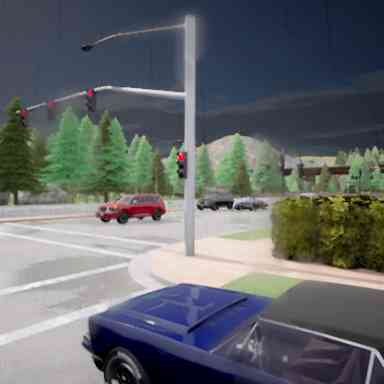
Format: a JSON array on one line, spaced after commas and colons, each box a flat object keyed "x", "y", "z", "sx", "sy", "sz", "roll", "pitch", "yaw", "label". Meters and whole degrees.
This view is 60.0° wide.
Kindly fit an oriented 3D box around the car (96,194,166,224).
[{"x": -4.340, "y": 1.154, "z": 24.521, "sx": 2.150, "sy": 2.045, "sz": 5.566, "roll": 0, "pitch": 0, "yaw": 38, "label": "car"}]

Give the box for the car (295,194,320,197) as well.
[{"x": 11.769, "y": 1.184, "z": 33.261, "sx": 2.150, "sy": 2.045, "sz": 5.566, "roll": 0, "pitch": 0, "yaw": 38, "label": "car"}]

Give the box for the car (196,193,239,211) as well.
[{"x": 2.854, "y": 1.135, "z": 39.177, "sx": 2.150, "sy": 2.045, "sz": 5.566, "roll": 0, "pitch": 1, "yaw": 39, "label": "car"}]

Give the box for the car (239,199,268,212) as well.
[{"x": 7.015, "y": 1.484, "z": 38.773, "sx": 2.033, "sy": 1.411, "sz": 5.357, "roll": 0, "pitch": 0, "yaw": 39, "label": "car"}]

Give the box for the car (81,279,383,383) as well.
[{"x": 1.060, "y": 1.597, "z": 3.209, "sx": 4.718, "sy": 1.301, "sz": 1.895, "roll": 0, "pitch": 0, "yaw": 36, "label": "car"}]
